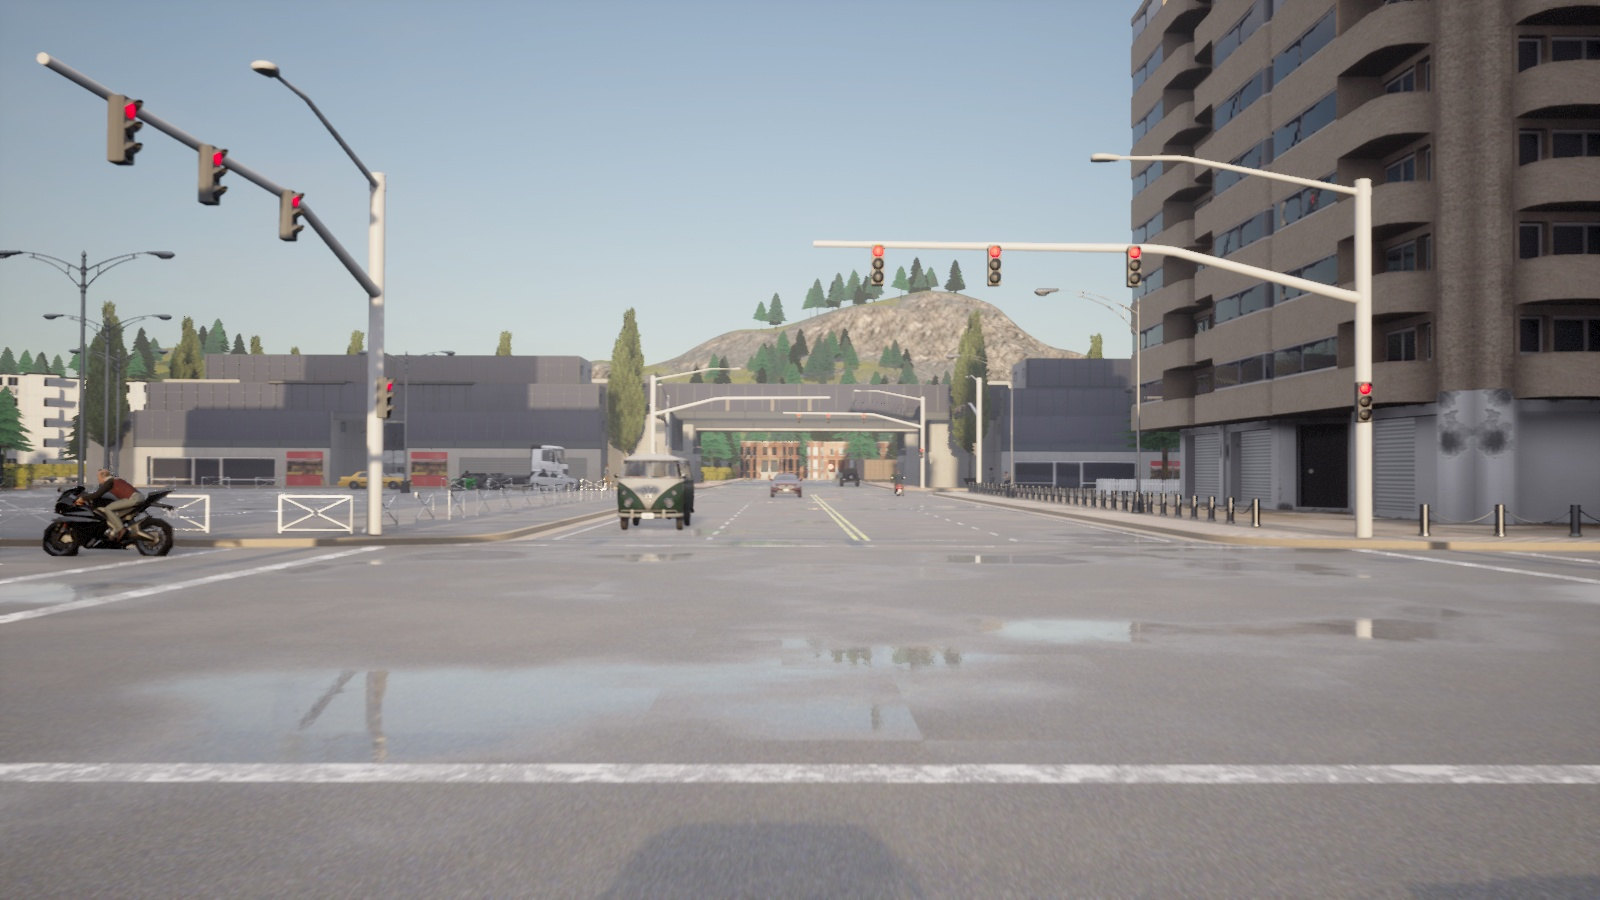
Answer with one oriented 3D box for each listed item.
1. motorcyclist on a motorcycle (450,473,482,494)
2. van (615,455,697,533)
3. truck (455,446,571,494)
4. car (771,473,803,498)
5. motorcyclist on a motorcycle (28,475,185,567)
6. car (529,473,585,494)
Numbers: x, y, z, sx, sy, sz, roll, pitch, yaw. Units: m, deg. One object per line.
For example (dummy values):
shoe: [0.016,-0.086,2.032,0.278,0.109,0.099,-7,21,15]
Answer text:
motorcyclist on a motorcycle: [-23.915,2.397,89.990,2.044,1.523,0.797,0,-1,1]
van: [-3.861,1.156,34.253,1.775,1.987,4.442,0,-1,-1]
truck: [-21.305,1.481,93.466,7.936,3.462,2.891,0,-1,1]
car: [-0.772,2.089,74.390,1.812,1.442,4.674,0,-1,-1]
motorcyclist on a motorcycle: [-11.836,1.200,21.475,2.191,1.530,0.866,0,-1,-1]
car: [-17.403,2.402,89.914,3.633,1.501,1.845,0,-1,0]
